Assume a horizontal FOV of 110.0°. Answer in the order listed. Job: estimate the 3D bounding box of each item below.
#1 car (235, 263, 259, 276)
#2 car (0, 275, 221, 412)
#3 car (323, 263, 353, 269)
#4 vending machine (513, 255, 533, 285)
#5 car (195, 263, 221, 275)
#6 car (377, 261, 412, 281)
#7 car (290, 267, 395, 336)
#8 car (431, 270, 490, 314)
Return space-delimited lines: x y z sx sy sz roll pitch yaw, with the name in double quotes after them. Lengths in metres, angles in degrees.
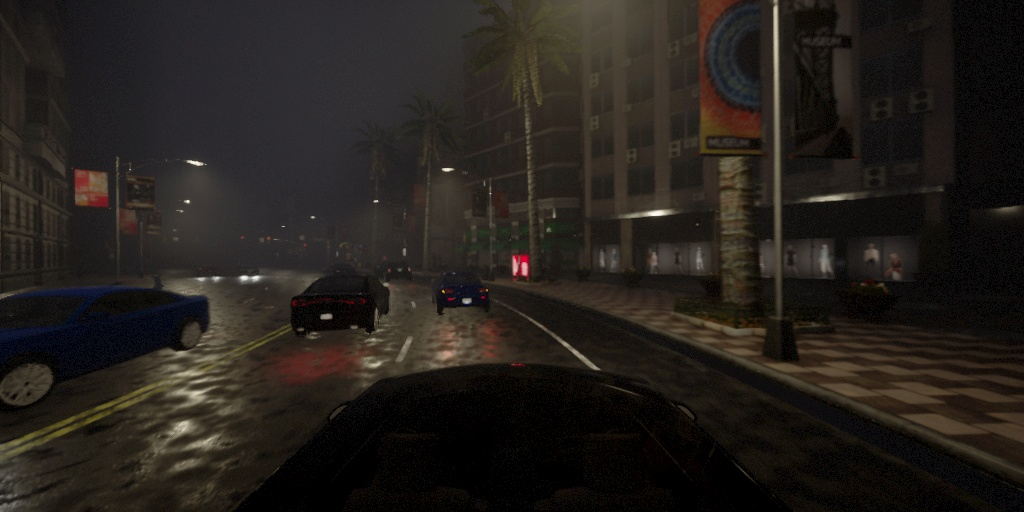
-31.305 1.524 42.300 2.128 1.511 4.902 -1 0 -45 "car"
-7.678 1.296 6.245 1.882 1.535 5.008 0 0 -10 "car"
-14.279 1.349 29.642 1.837 1.490 4.892 0 0 -39 "car"
0.691 0.896 26.958 1.100 2.100 0.880 0 0 -28 "vending machine"
-33.787 1.492 39.831 1.994 1.385 4.181 -1 0 -45 "car"
-9.954 1.153 29.662 2.097 1.767 4.553 -1 0 -35 "car"
-4.854 1.260 10.753 1.882 1.535 5.008 0 0 -12 "car"
-2.074 1.276 13.806 1.812 1.442 4.674 0 0 -15 "car"
